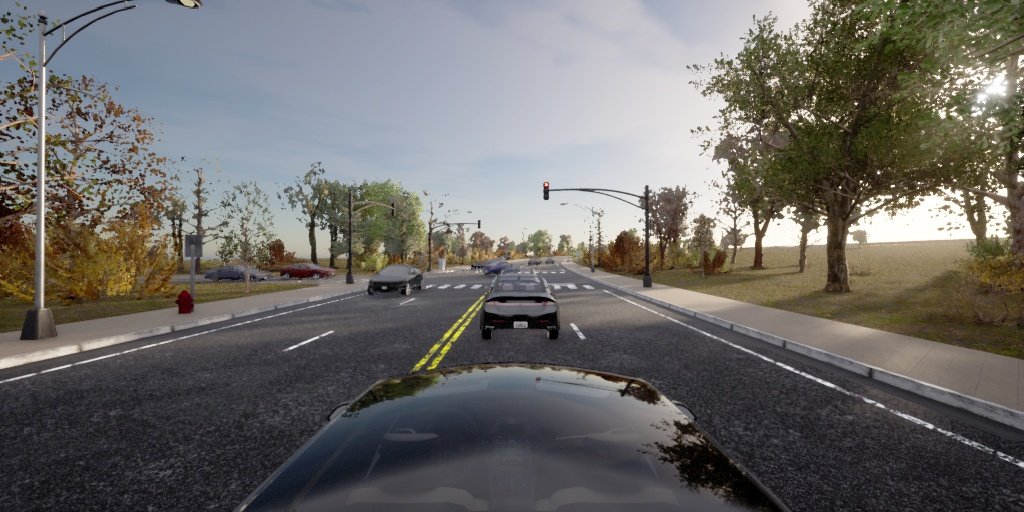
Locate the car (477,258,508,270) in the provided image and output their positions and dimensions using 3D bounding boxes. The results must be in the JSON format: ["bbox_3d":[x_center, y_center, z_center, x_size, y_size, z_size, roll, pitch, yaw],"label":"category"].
[{"bbox_3d":[-1.060,1.272,37.490,1.812,1.442,4.674,0,1,41],"label":"car"}]

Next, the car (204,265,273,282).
[{"bbox_3d":[-23.361,1.473,30.639,5.357,1.411,2.033,-1,-1,10],"label":"car"}]

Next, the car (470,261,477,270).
[{"bbox_3d":[-4.493,1.303,49.832,1.895,1.301,4.718,0,0,6],"label":"car"}]

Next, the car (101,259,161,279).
[{"bbox_3d":[-39.214,1.346,36.779,5.566,2.045,2.150,-1,-1,10],"label":"car"}]

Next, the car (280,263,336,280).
[{"bbox_3d":[-18.815,1.388,33.135,5.008,1.535,1.882,-1,-1,10],"label":"car"}]

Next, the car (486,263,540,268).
[{"bbox_3d":[0.291,1.241,15.340,2.128,1.511,4.902,0,0,2],"label":"car"}]

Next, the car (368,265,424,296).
[{"bbox_3d":[-6.103,1.227,19.469,1.882,1.535,5.008,1,0,-1],"label":"car"}]

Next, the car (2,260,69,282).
[{"bbox_3d":[-46.251,1.384,34.757,5.566,2.045,2.150,-1,-1,10],"label":"car"}]

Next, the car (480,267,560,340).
[{"bbox_3d":[0.199,1.242,10.011,2.128,1.511,4.902,0,0,0],"label":"car"}]
